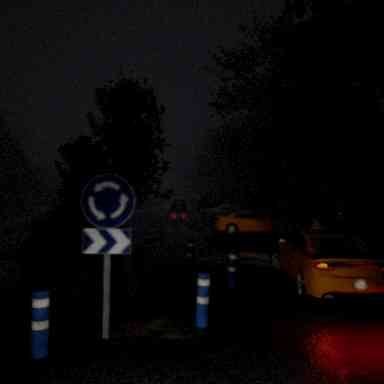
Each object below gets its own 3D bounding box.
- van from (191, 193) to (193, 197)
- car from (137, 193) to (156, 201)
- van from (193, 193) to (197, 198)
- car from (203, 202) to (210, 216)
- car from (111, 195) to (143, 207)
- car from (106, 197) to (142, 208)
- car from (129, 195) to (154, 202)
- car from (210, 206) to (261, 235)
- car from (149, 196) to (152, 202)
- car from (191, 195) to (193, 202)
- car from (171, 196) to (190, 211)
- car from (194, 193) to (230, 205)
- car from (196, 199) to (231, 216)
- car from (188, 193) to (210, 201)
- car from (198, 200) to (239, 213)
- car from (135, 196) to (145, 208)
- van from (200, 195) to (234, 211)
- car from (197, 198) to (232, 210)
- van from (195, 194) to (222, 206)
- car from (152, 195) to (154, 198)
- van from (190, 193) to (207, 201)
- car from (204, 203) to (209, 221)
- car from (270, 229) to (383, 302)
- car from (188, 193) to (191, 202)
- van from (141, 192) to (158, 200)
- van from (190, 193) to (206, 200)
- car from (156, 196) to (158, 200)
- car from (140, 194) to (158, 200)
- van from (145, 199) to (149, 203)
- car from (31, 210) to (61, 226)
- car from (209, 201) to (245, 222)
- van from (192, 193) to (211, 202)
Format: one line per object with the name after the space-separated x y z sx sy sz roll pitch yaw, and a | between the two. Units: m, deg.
2.500 1.365 60.911 4.442 1.987 1.878 1 0 -2 | van
-11.259 1.259 82.735 4.553 1.767 2.185 1 0 -2 | car
2.797 1.400 52.590 4.442 1.987 1.878 1 0 -2 | van
3.665 1.908 30.474 4.674 1.452 2.002 1 1 -2 | car
-10.139 1.380 52.220 4.553 1.767 2.185 1 0 -2 | car
-10.081 1.523 49.442 4.892 1.521 2.231 1 1 -2 | car
-10.838 1.429 71.639 4.892 1.521 2.231 1 0 -2 | car
3.946 1.970 22.292 5.008 1.535 2.097 1 1 -2 | car
-10.585 1.489 63.314 4.792 1.488 2.163 1 0 -2 | car
2.811 1.613 55.379 5.008 1.535 2.097 1 0 -2 | car
-1.720 1.671 43.337 2.128 1.511 4.902 1 1 -2 | car
3.412 1.512 38.776 5.566 2.045 2.435 1 1 -2 | car
3.387 1.828 33.235 5.366 1.575 1.946 1 1 -2 | car
1.721 1.243 85.955 5.566 2.045 2.435 1 0 -2 | car
3.256 1.758 41.544 4.792 1.488 2.163 1 1 -2 | car
-9.794 1.544 46.682 5.366 1.575 1.946 1 1 -2 | car
3.304 1.470 44.439 4.442 1.987 1.878 1 1 -2 | van
3.118 1.695 47.208 4.792 1.488 2.163 1 1 -2 | car
2.829 1.378 58.150 4.442 1.987 1.878 1 0 -2 | van
-10.933 1.434 68.858 5.366 1.575 1.946 1 0 -2 | car
1.769 1.259 88.729 4.442 1.987 1.878 1 0 -2 | van
3.734 1.932 27.705 4.792 1.488 2.163 1 1 -2 | car
3.519 1.735 9.012 1.882 1.535 5.008 0 -1 5 | car
2.493 1.330 63.681 5.566 2.045 2.435 1 0 -2 | car
-11.632 1.126 91.055 4.442 1.987 1.878 1 0 -2 | van
1.678 1.249 91.373 4.442 1.987 1.878 1 0 -2 | van
-11.163 1.270 79.960 4.553 1.767 2.185 1 0 -2 | car
-11.419 1.403 88.286 4.674 1.452 2.002 1 0 -2 | car
-10.245 1.257 57.769 4.442 1.987 1.878 1 0 -2 | van
-9.242 1.846 24.483 4.792 1.488 2.163 1 1 -2 | car
3.887 1.810 25.061 4.553 1.767 2.185 1 1 -2 | car
2.153 1.302 77.655 4.442 1.987 1.878 1 0 -2 | van
